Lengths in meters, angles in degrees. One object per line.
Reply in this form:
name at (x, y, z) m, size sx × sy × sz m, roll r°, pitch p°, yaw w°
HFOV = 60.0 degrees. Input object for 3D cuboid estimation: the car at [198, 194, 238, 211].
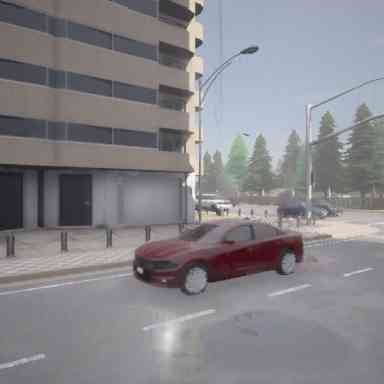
car at (3.350, 1.275, 44.062) m, size 2.150 × 2.045 × 5.566 m, roll 0°, pitch 0°, yaw -36°

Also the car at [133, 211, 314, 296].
car at (0.886, 1.477, 8.868) m, size 5.008 × 1.535 × 1.882 m, roll 0°, pitch 0°, yaw -35°

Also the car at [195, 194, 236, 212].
car at (2.302, 1.278, 39.531) m, size 2.150 × 2.045 × 5.566 m, roll 0°, pitch 0°, yaw -36°

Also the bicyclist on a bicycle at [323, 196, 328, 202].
bicyclist on a bicycle at (17.327, 1.356, 43.456) m, size 1.656 × 1.620 × 0.582 m, roll 0°, pitch 0°, yaw -36°

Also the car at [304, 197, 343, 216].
car at (12.053, 1.408, 31.993) m, size 2.097 × 1.767 × 4.553 m, roll 0°, pitch 0°, yaw -36°

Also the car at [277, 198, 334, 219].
car at (9.647, 1.581, 29.351) m, size 1.812 × 1.442 × 4.674 m, roll 0°, pitch 0°, yaw -36°
